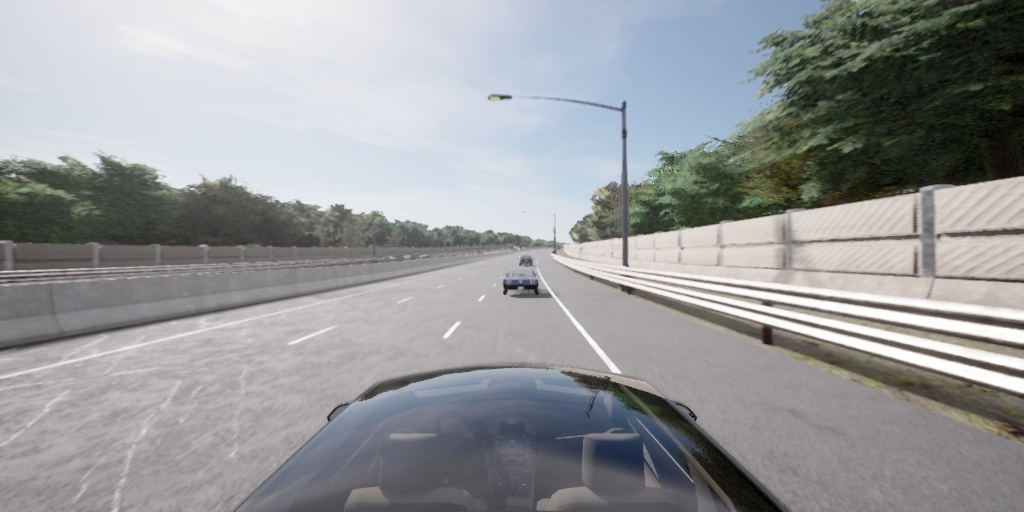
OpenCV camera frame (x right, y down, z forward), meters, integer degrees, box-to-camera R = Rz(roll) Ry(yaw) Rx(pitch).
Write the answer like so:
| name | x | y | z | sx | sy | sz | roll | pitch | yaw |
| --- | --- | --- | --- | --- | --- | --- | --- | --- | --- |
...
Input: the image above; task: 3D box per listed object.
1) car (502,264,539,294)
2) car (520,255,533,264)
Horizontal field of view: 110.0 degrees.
| name | x | y | z | sx | sy | sz | roll | pitch | yaw |
| --- | --- | --- | --- | --- | --- | --- | --- | --- | --- |
| car | 0.509 | 1.338 | 20.290 | 1.895 | 1.301 | 4.718 | -1 | 0 | 2 |
| car | 2.320 | 0.548 | 57.637 | 2.097 | 1.767 | 4.553 | -1 | 1 | 4 |
